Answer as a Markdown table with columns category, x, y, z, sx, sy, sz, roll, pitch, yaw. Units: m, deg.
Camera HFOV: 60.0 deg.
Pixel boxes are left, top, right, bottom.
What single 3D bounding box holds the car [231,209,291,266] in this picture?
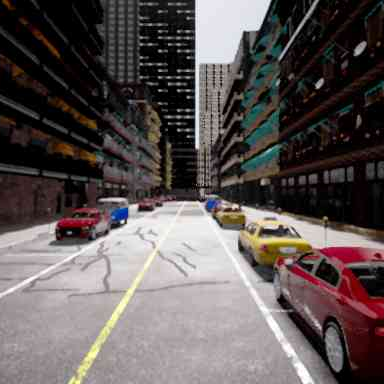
| category | x | y | z | sx | sy | sz | roll | pitch | yaw |
| --- | --- | --- | --- | --- | --- | --- | --- | --- | --- |
| car | 2.566 | 1.512 | 11.208 | 1.752 | 1.417 | 4.829 | 0 | 0 | 0 |

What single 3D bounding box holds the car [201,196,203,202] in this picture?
| category | x | y | z | sx | sy | sz | roll | pitch | yaw |
| --- | --- | --- | --- | --- | --- | --- | --- | --- | --- |
| car | 2.545 | 1.498 | 45.345 | 1.752 | 1.417 | 4.829 | 0 | 0 | 0 |

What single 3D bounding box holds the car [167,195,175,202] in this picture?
| category | x | y | z | sx | sy | sz | roll | pitch | yaw |
| --- | --- | --- | --- | --- | --- | --- | --- | --- | --- |
| car | -5.351 | 1.424 | 73.611 | 1.967 | 1.590 | 4.097 | 0 | 0 | 0 |

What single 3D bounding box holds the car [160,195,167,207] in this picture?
| category | x | y | z | sx | sy | sz | roll | pitch | yaw |
| --- | --- | --- | --- | --- | --- | --- | --- | --- | --- |
| car | -5.338 | 1.518 | 50.851 | 1.887 | 1.381 | 4.507 | 0 | 0 | 0 |

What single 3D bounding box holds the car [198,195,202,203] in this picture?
| category | x | y | z | sx | sy | sz | roll | pitch | yaw |
| --- | --- | --- | --- | --- | --- | --- | --- | --- | --- |
| car | 2.532 | 1.419 | 67.933 | 1.967 | 1.590 | 4.097 | 0 | 0 | 0 |

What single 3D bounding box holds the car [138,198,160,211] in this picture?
| category | x | y | z | sx | sy | sz | roll | pitch | yaw |
| --- | --- | --- | --- | --- | --- | --- | --- | --- | --- |
| car | -5.332 | 1.518 | 39.471 | 1.887 | 1.381 | 4.507 | 0 | 0 | 0 |

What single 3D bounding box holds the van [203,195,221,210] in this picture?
| category | x | y | z | sx | sy | sz | roll | pitch | yaw |
| --- | --- | --- | --- | --- | --- | --- | --- | --- | --- |
| van | 2.550 | 1.314 | 39.485 | 1.690 | 1.788 | 3.998 | 0 | 0 | 0 |

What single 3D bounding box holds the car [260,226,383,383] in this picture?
| category | x | y | z | sx | sy | sz | roll | pitch | yaw |
| --- | --- | --- | --- | --- | --- | --- | --- | --- | --- |
| car | 2.569 | 1.538 | 5.348 | 1.887 | 1.381 | 4.507 | 1 | 0 | 0 |

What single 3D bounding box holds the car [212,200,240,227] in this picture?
| category | x | y | z | sx | sy | sz | roll | pitch | yaw |
| --- | --- | --- | --- | --- | --- | --- | --- | --- | --- |
| car | 2.559 | 1.503 | 22.586 | 1.752 | 1.417 | 4.829 | 0 | 0 | 0 |

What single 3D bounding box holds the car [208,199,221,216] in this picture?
| category | x | y | z | sx | sy | sz | roll | pitch | yaw |
| --- | --- | --- | --- | --- | --- | --- | --- | --- | --- |
| car | 2.555 | 1.557 | 28.106 | 1.802 | 1.307 | 4.206 | 0 | 0 | 0 |

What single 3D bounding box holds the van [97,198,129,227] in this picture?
| category | x | y | z | sx | sy | sz | roll | pitch | yaw |
| --- | --- | --- | --- | --- | --- | --- | --- | --- | --- |
| van | -5.319 | 1.319 | 22.401 | 1.690 | 1.788 | 3.998 | 1 | 0 | 0 |

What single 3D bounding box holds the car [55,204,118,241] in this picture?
| category | x | y | z | sx | sy | sz | roll | pitch | yaw |
| --- | --- | --- | --- | --- | --- | --- | --- | --- | --- |
| car | -5.318 | 1.527 | 16.713 | 1.887 | 1.381 | 4.507 | 1 | 0 | 0 |

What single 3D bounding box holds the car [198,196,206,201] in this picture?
| category | x | y | z | sx | sy | sz | roll | pitch | yaw |
| --- | --- | --- | --- | --- | --- | --- | --- | --- | --- |
| car | 2.521 | 1.577 | 85.003 | 1.802 | 1.307 | 4.206 | 0 | 0 | 0 |
